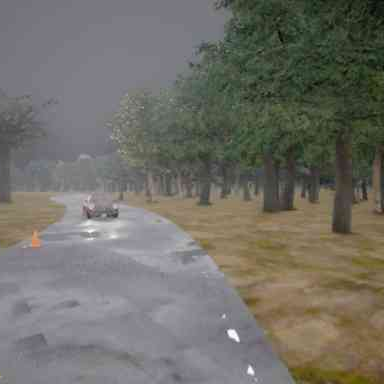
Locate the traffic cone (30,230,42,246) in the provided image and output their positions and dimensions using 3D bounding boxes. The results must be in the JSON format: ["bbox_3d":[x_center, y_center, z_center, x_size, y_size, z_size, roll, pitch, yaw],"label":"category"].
[{"bbox_3d":[-5.922,1.734,12.588,0.340,0.580,0.340,0,1,-9],"label":"traffic cone"}]

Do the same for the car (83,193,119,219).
[{"bbox_3d":[-6.634,0.927,23.988,2.097,1.767,4.553,0,1,-23],"label":"car"}]
